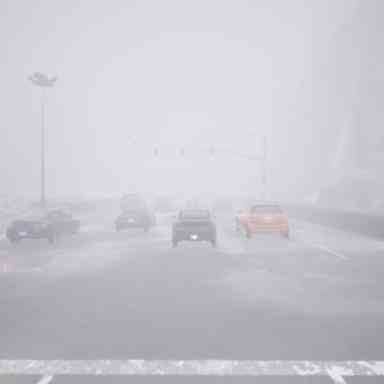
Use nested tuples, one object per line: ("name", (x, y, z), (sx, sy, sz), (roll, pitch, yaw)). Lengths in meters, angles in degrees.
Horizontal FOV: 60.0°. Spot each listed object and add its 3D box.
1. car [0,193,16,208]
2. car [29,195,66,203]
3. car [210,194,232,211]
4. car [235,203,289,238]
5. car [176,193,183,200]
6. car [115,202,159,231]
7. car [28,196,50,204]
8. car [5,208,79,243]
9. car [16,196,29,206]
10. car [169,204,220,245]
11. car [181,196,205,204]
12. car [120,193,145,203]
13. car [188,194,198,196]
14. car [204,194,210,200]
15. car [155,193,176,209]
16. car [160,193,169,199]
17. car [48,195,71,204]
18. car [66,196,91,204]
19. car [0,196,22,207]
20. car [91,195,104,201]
("car", (-24.503, 1.167, 40.870), (2.150, 2.045, 5.566), (0, 0, 0))
("car", (-17.505, 1.452, 40.607), (1.837, 1.490, 4.892), (0, 0, 0))
("car", (3.608, 1.304, 40.145), (2.097, 1.767, 4.553), (0, 0, 0))
("car", (3.595, 1.347, 17.756), (2.097, 1.767, 4.553), (0, 0, 0))
("car", (-3.244, 1.072, 75.889), (1.837, 1.490, 4.892), (0, 1, 0))
("car", (-3.407, 1.558, 20.611), (1.994, 1.385, 4.181), (0, 0, 0))
("car", (-27.859, 1.397, 60.649), (1.895, 1.301, 4.718), (0, 1, 0))
("car", (-6.919, 1.523, 15.890), (1.812, 1.442, 4.674), (0, 0, 0))
("car", (-24.431, 1.385, 50.987), (2.128, 1.511, 4.902), (0, 0, 0))
("car", (0.095, 1.501, 15.373), (1.837, 1.490, 4.892), (0, 0, 0))
("car", (0.094, 1.513, 36.713), (2.033, 1.411, 5.357), (0, 0, 0))
("car", (-6.901, 1.176, 39.026), (2.150, 2.045, 5.566), (0, 0, 0))
("car", (0.227, 1.111, 72.112), (1.882, 1.535, 5.008), (0, 1, 0))
("car", (3.758, 1.118, 76.247), (1.994, 1.385, 4.181), (0, 1, 0))
("car", (-3.395, 1.301, 40.180), (2.097, 1.767, 4.553), (0, 0, 0))
("car", (-6.701, 1.018, 81.661), (1.994, 1.385, 4.181), (0, 1, 0))
("car", (-24.354, 1.280, 61.290), (2.128, 1.511, 4.902), (0, 1, 0))
("car", (-17.436, 1.376, 50.315), (1.882, 1.535, 5.008), (0, 0, 0))
("car", (-27.936, 1.375, 50.366), (1.882, 1.535, 5.008), (0, 0, 0))
("car", (-17.359, 1.322, 60.605), (1.812, 1.442, 4.674), (0, 1, 0))
